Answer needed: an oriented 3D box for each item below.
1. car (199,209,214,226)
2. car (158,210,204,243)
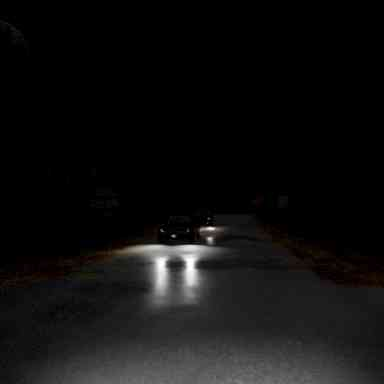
[{"bbox_3d":[0.995,2.381,31.574,1.882,1.535,5.008,-1,-2,7],"label":"car"},{"bbox_3d":[-0.615,1.981,18.836,1.812,1.442,4.674,-1,-2,7],"label":"car"}]
